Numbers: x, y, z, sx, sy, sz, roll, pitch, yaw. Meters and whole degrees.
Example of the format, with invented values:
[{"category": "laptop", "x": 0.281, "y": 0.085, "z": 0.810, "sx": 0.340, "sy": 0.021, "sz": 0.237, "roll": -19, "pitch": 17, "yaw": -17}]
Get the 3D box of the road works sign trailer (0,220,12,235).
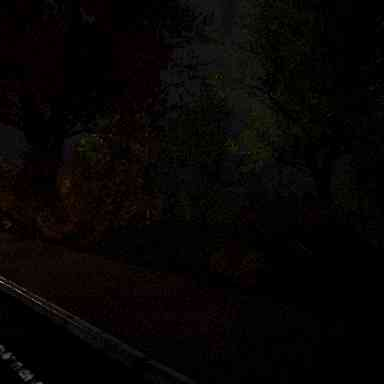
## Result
[{"category": "road works sign trailer", "x": -6.409, "y": 1.082, "z": 6.980, "sx": 2.380, "sy": 2.880, "sz": 3.560, "roll": 43, "pitch": -7, "yaw": -2}]
